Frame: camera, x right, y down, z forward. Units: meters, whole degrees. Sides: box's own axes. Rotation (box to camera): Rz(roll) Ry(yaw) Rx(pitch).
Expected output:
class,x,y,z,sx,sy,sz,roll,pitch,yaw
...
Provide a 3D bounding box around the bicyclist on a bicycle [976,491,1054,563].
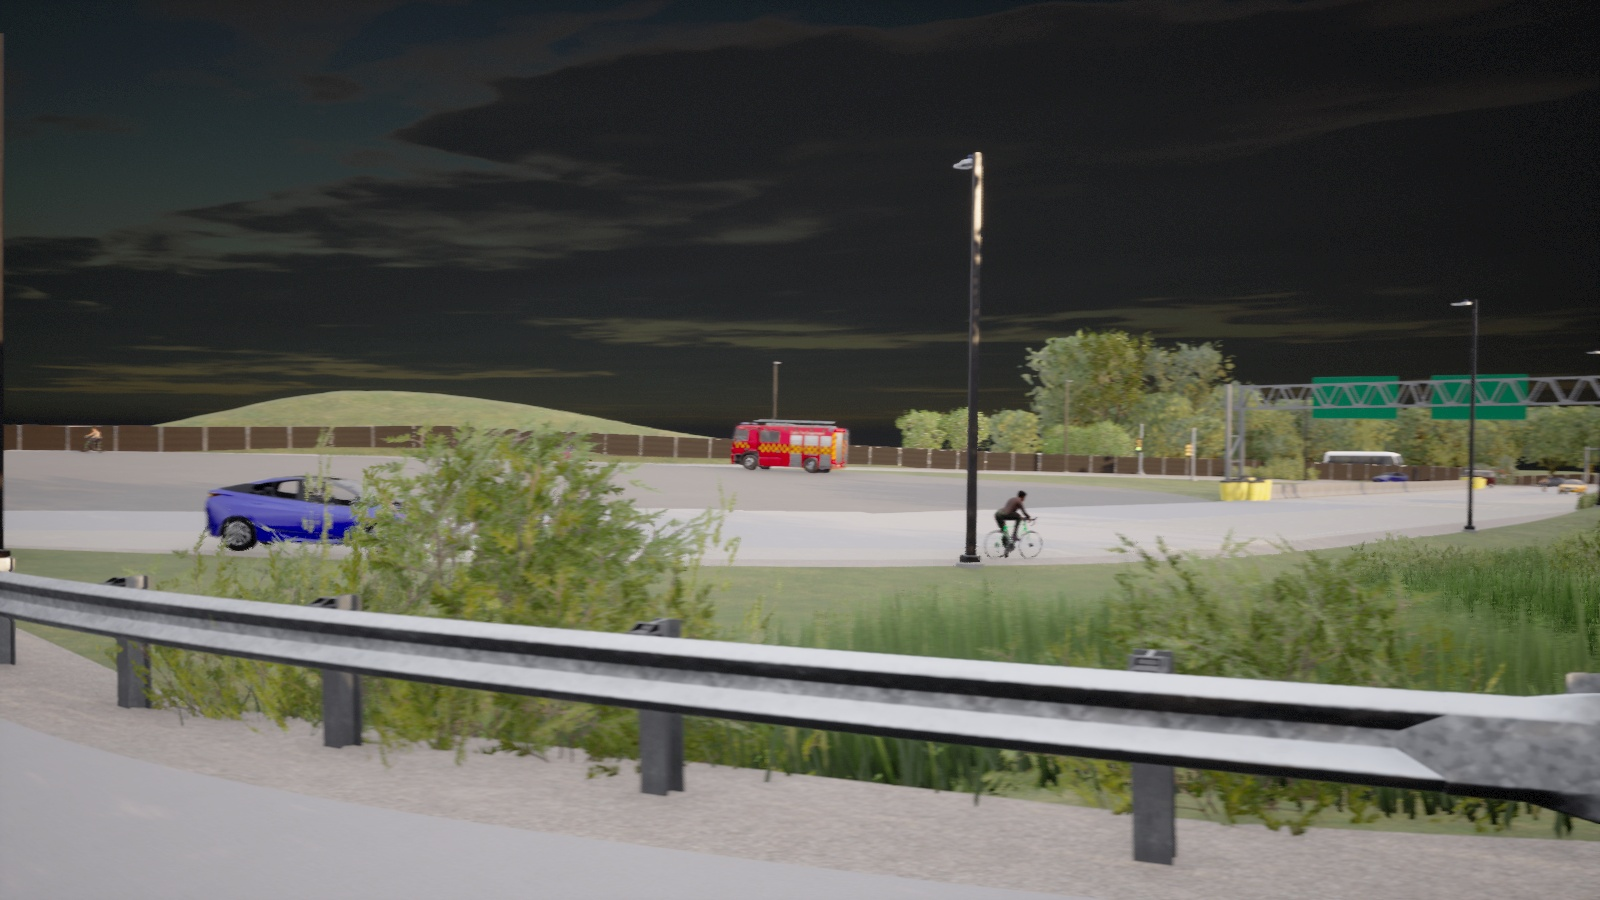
class,x,y,z,sx,sy,sz,roll,pitch,yaw
bicyclist on a bicycle,5.023,1.803,29.324,1.656,1.620,0.582,2,2,-26

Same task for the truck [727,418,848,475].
class,x,y,z,sx,sy,sz,roll,pitch,yaw
truck,-0.980,-0.310,93.659,8.468,3.827,2.891,3,1,25

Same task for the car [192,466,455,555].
class,x,y,z,sx,sy,sz,roll,pitch,yaw
car,-9.587,1.189,25.540,4.514,1.525,2.007,2,0,0
